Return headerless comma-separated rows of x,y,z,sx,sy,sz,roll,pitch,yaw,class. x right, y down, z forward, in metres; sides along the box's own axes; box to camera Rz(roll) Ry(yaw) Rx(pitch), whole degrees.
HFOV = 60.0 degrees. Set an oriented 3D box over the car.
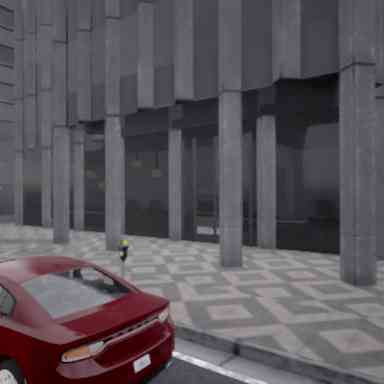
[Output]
-2.314,1.586,4.613,4.507,1.381,1.887,-1,0,36,car
